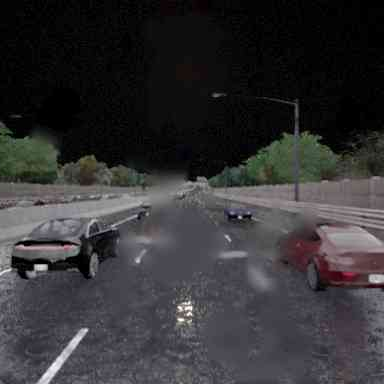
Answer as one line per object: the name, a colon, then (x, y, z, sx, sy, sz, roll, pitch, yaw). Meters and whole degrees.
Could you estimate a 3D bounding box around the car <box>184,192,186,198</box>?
car: (-3.506, 1.355, 94.481, 1.812, 1.442, 4.674, 0, 0, 0)

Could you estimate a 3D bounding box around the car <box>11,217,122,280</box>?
car: (-3.401, 1.486, 9.910, 2.128, 1.511, 4.902, 0, 0, 0)

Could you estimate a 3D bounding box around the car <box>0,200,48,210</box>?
car: (-14.096, 1.491, 28.785, 1.837, 1.490, 4.892, 0, 0, 0)

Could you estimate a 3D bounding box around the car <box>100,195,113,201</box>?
car: (-17.505, 1.413, 68.525, 1.812, 1.442, 4.674, 0, 0, 0)

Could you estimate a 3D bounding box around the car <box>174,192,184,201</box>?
car: (-3.505, 1.383, 83.480, 1.837, 1.490, 4.892, 0, 0, 0)

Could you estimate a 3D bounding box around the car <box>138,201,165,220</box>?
car: (-3.402, 1.490, 28.076, 1.837, 1.490, 4.892, 0, 0, 0)

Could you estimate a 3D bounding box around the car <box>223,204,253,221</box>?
car: (3.597, 1.587, 27.004, 1.895, 1.301, 4.718, 0, 0, 0)

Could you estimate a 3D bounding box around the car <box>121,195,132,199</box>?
car: (-14.005, 1.388, 71.168, 1.882, 1.535, 5.008, 0, 0, 0)

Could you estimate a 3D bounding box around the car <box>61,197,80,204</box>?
car: (-21.034, 1.509, 57.702, 1.994, 1.385, 4.181, 0, 0, 1)

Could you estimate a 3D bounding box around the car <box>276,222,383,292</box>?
car: (3.599, 1.520, 8.786, 1.812, 1.442, 4.674, 0, 0, 0)
